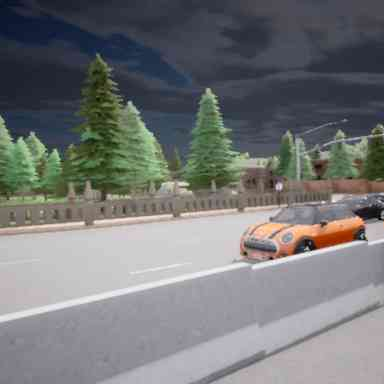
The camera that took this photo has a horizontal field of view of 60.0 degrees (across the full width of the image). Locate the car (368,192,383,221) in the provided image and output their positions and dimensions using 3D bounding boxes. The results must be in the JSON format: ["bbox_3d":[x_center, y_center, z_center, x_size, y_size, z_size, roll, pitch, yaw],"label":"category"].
[{"bbox_3d":[9.471,1.004,19.283,4.892,1.490,1.837,-2,1,-35],"label":"car"}]

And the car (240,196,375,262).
[{"bbox_3d":[3.710,1.199,10.924,4.553,1.767,2.097,-2,1,-35],"label":"car"}]
